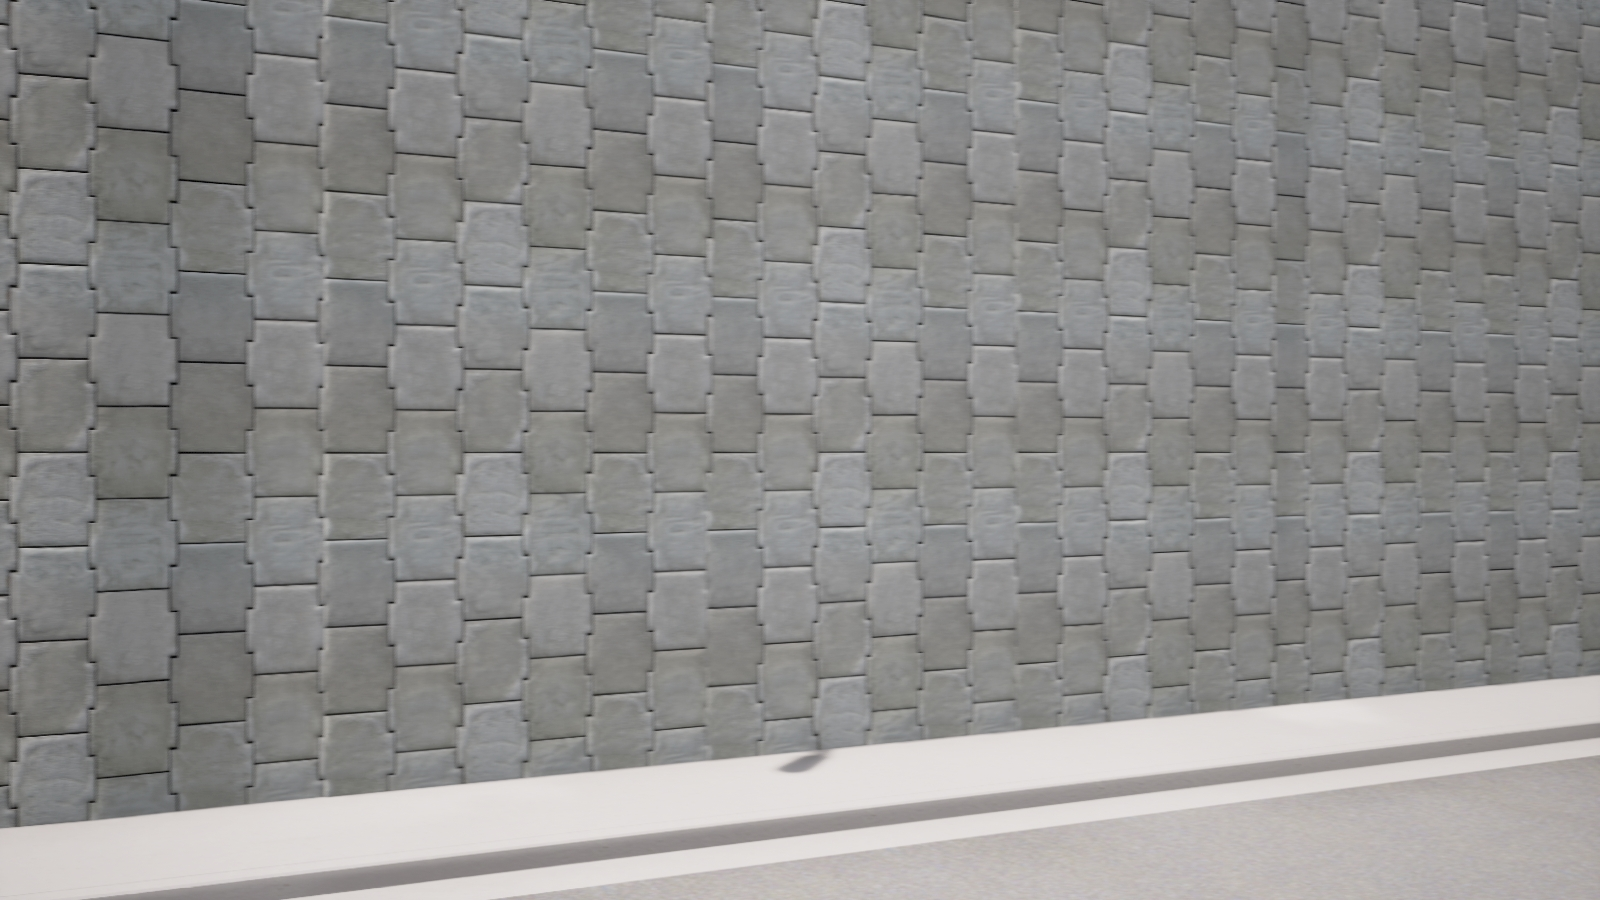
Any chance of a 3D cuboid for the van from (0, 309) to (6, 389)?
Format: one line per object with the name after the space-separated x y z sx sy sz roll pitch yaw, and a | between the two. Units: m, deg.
-26.032 -2.837 34.295 1.988 2.561 5.915 0 10 -19 | van
